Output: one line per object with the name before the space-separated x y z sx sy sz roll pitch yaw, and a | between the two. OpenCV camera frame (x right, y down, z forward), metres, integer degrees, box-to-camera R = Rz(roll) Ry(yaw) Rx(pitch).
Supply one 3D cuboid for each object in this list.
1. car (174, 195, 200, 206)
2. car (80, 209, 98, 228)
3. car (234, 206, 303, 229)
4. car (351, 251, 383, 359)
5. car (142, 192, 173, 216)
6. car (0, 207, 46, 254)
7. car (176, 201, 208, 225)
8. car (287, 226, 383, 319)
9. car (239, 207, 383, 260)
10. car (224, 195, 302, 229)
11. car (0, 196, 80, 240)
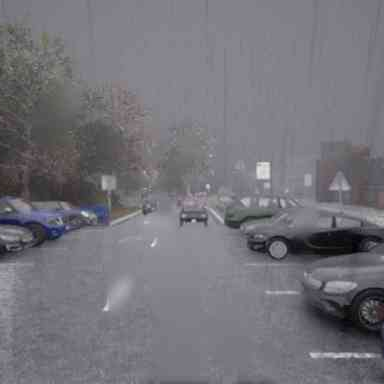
car | -0.761 1.382 42.224 1.994 1.385 4.181 0 0 -13
car | -8.089 1.289 20.140 4.553 1.767 2.185 0 -1 0
car | 4.422 1.482 14.569 4.674 1.452 2.002 0 0 0
car | 4.413 1.513 3.264 4.674 1.452 2.002 0 0 0
car | -3.292 1.108 31.562 2.150 2.045 5.566 0 0 1
car | -8.161 1.453 11.661 4.892 1.521 2.231 0 0 0
car | 0.107 1.529 23.233 1.895 1.301 4.718 0 0 0
car | 4.419 1.507 6.090 4.674 1.452 2.002 0 0 0
car | 4.424 1.452 11.741 5.008 1.535 2.097 0 0 0
car | 4.449 1.181 17.393 5.566 2.045 2.435 0 0 0
car | -8.126 1.192 14.360 5.566 2.045 2.435 0 0 0
